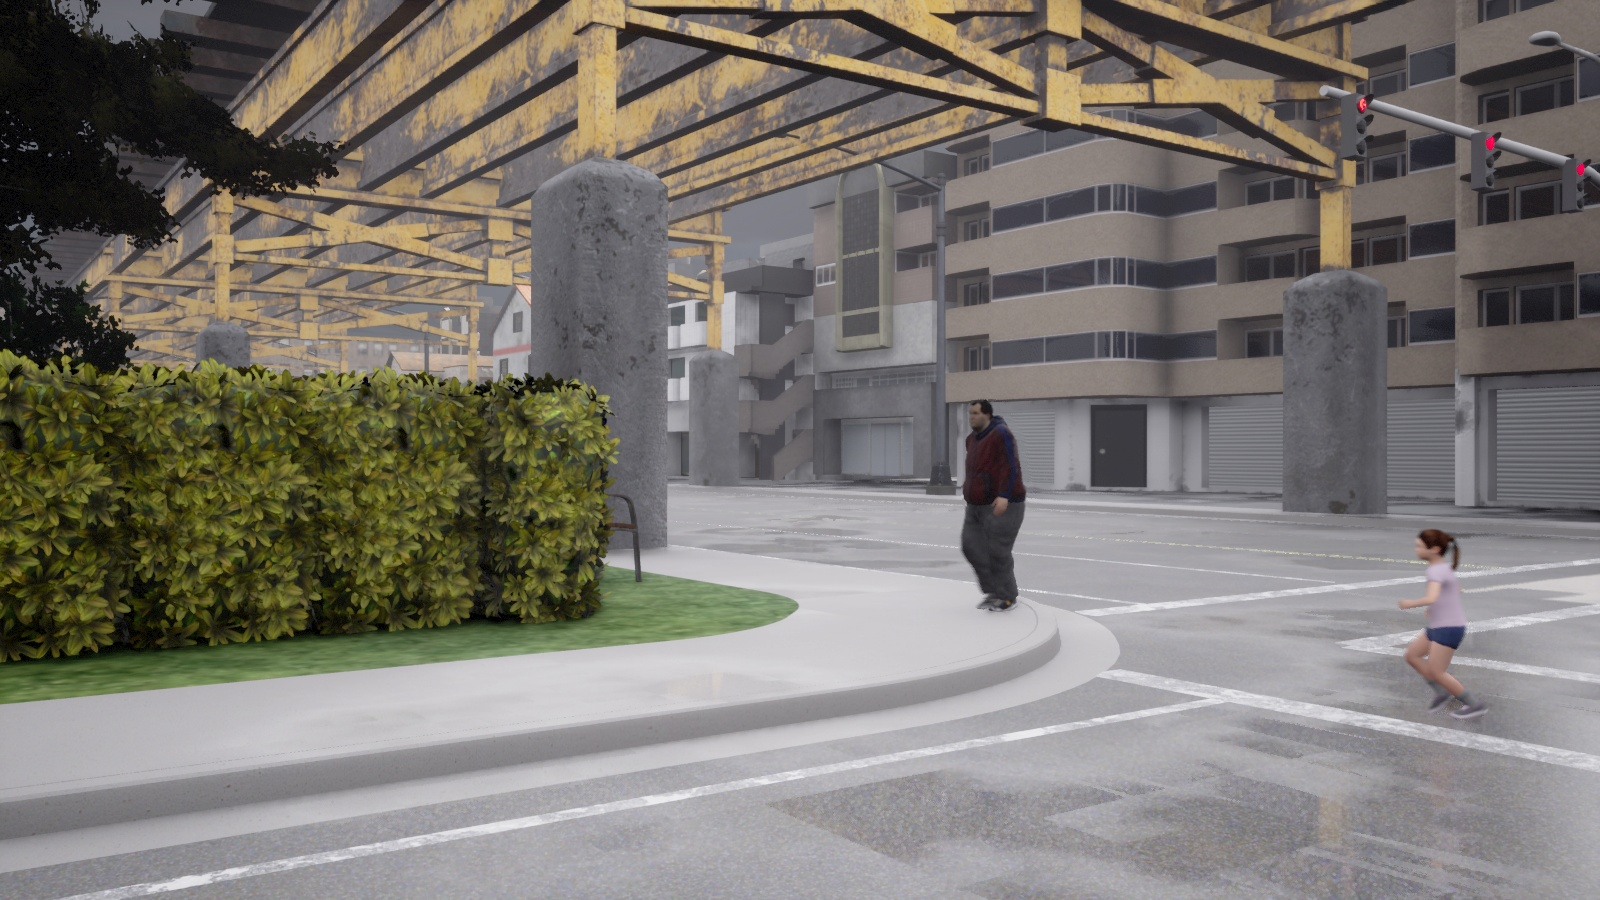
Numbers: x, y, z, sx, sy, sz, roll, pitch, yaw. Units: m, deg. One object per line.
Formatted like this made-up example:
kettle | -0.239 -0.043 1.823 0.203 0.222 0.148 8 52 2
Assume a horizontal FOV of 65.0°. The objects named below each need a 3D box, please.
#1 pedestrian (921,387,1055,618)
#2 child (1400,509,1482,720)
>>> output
pedestrian | 1.574 0.420 10.537 0.899 1.844 0.634 0 0 -27
child | 3.546 0.892 6.944 0.394 1.110 0.255 0 0 28
